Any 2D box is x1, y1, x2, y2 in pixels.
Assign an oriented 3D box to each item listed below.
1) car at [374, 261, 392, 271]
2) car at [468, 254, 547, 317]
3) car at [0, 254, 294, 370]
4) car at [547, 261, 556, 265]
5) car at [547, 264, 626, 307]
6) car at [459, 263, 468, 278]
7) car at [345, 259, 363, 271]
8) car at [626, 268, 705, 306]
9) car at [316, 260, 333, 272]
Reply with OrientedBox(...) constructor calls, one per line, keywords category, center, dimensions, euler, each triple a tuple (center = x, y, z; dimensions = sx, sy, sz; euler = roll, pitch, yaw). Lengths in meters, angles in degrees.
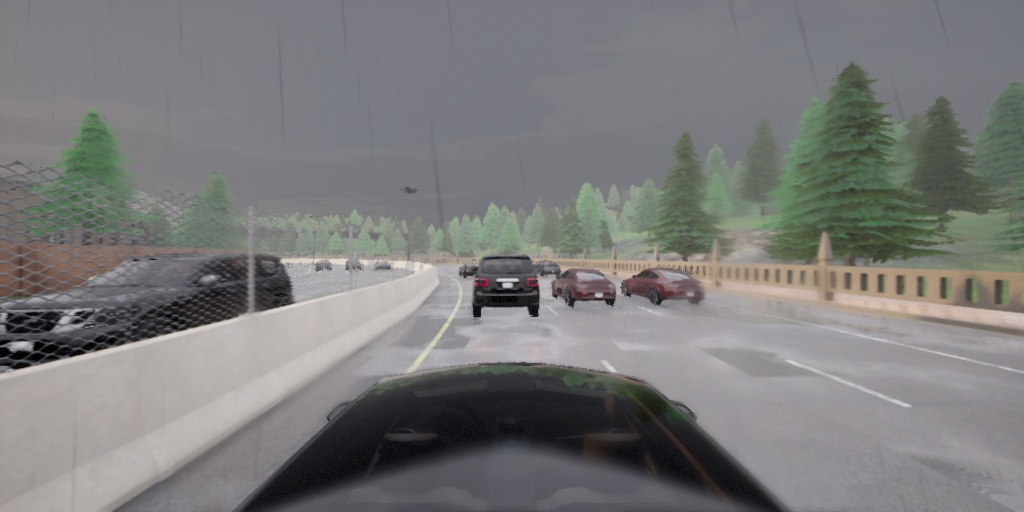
OrientedBox(category="car", center=(-17.362, 1.269, 48.221), dimensions=(1.895, 1.301, 4.718), euler=(0, 0, -26))
OrientedBox(category="car", center=(-0.328, 0.951, 13.295), dimensions=(2.150, 2.045, 5.566), euler=(0, 0, -4))
OrientedBox(category="car", center=(-7.244, 0.960, 7.990), dimensions=(2.150, 2.045, 5.566), euler=(0, 0, -2))
OrientedBox(category="car", center=(3.044, 1.184, 34.181), dimensions=(2.128, 1.511, 4.902), euler=(0, 0, -15))
OrientedBox(category="car", center=(2.941, 1.252, 15.373), dimensions=(1.812, 1.442, 4.674), euler=(0, 0, -6))
OrientedBox(category="car", center=(-3.741, 1.296, 32.662), dimensions=(1.895, 1.301, 4.718), euler=(0, 0, -15))
OrientedBox(category="car", center=(-21.046, 1.176, 47.683), dimensions=(1.837, 1.490, 4.892), euler=(0, 0, -27))
OrientedBox(category="car", center=(6.426, 1.251, 15.672), dimensions=(1.812, 1.442, 4.674), euler=(0, 0, -6))
OrientedBox(category="car", center=(-24.145, 1.220, 46.155), dimensions=(2.033, 1.411, 5.357), euler=(0, 0, -27))
